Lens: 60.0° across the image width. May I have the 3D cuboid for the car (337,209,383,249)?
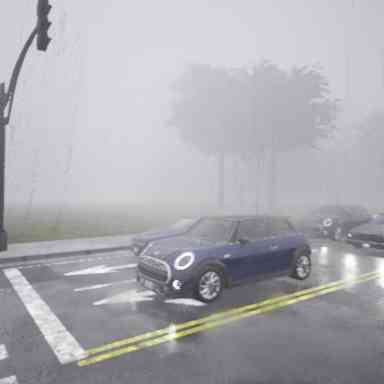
[{"bbox_3d":[8.569,1.574,13.763,5.357,1.411,2.033,0,0,-35],"label":"car"}]

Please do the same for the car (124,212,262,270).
[{"bbox_3d":[0.155,1.543,11.756,4.674,1.442,1.812,0,0,-34],"label":"car"}]

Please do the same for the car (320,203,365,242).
[{"bbox_3d":[7.215,1.382,16.783,4.553,1.767,2.097,0,0,-35],"label":"car"}]

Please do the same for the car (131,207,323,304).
[{"bbox_3d":[0.924,1.365,8.325,4.553,1.767,2.097,0,0,-35],"label":"car"}]
